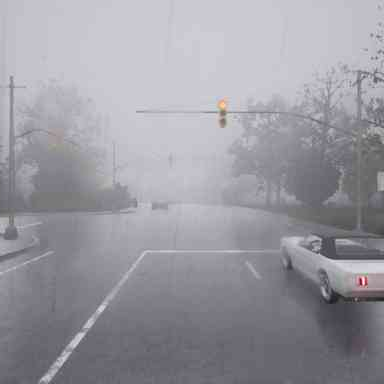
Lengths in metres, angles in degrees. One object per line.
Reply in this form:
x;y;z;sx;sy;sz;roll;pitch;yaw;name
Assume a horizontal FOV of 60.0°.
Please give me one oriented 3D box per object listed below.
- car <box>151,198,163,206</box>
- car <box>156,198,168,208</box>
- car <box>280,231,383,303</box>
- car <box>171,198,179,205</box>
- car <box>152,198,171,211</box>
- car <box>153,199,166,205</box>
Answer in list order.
-7.267;2.065;68.878;1.837;1.490;4.892;0;-1;-13;car
-4.931;1.718;54.447;1.882;1.535;5.008;0;-1;-6;car
3.602;1.601;8.129;1.895;1.301;4.718;0;0;0;car
-4.942;2.248;73.752;1.895;1.301;4.718;0;-1;-19;car
-4.002;1.546;42.566;1.882;1.535;5.008;0;-1;-3;car
-8.196;2.461;83.078;1.895;1.301;4.718;0;-1;-25;car
